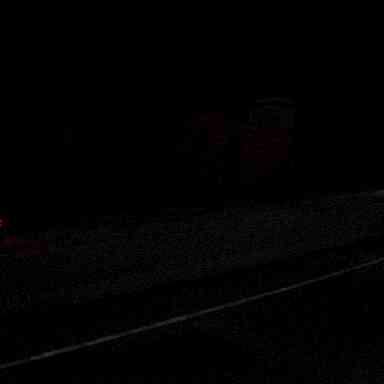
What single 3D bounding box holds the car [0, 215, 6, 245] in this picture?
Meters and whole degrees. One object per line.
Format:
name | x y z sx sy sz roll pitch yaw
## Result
car | -9.019 1.210 10.442 5.566 2.045 2.150 1 0 -36
